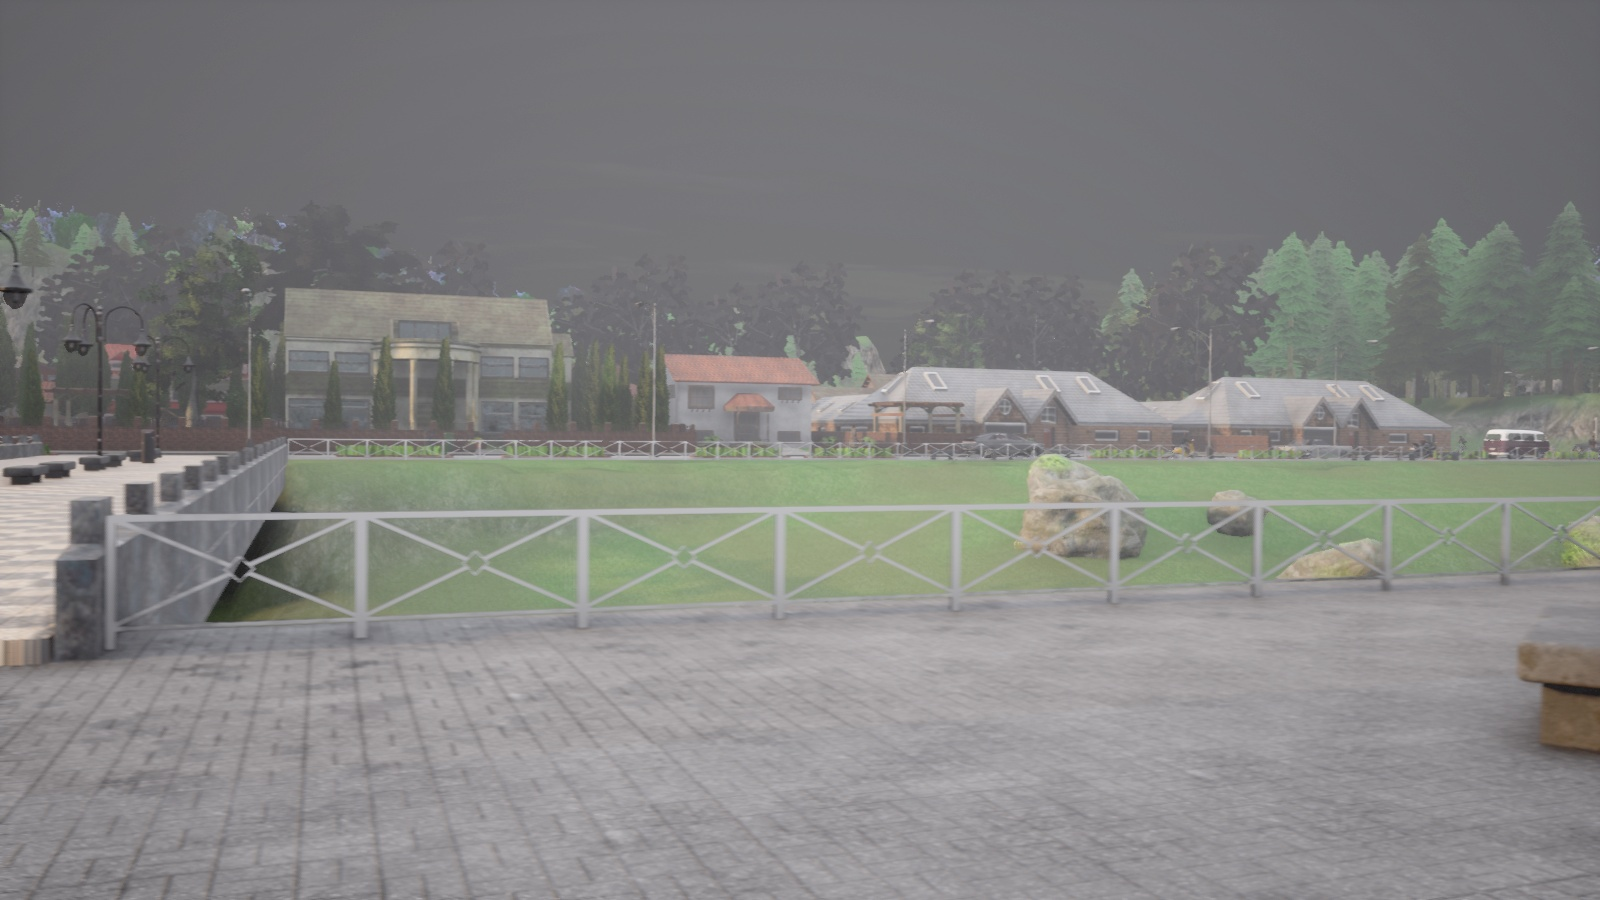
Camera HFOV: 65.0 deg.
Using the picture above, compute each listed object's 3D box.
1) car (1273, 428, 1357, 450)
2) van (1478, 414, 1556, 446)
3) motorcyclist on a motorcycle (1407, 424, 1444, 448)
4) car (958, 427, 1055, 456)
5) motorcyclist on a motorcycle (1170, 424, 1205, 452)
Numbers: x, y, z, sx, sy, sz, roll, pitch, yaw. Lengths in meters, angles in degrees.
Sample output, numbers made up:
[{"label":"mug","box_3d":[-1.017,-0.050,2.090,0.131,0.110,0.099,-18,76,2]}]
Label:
[{"label":"car","box_3d":[31.791,-0.707,77.523,4.718,1.301,1.895,-1,1,-21]},{"label":"van","box_3d":[47.707,-1.354,83.558,4.480,2.038,2.069,-1,1,-21]},{"label":"motorcyclist on a motorcycle","box_3d":[40.200,-0.915,80.712,2.191,1.530,0.866,-1,1,-21]},{"label":"car","box_3d":[11.488,-0.506,69.818,4.902,1.511,2.128,-1,1,-21]},{"label":"motorcyclist on a motorcycle","box_3d":[22.880,-0.702,74.140,1.817,1.590,0.866,-1,1,-21]}]
